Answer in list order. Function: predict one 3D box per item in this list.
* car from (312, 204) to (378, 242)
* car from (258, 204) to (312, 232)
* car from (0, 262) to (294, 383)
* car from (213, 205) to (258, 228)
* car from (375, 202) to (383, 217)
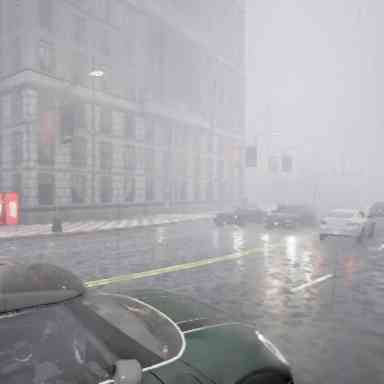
[{"bbox_3d":[7.626,1.518,16.297,1.812,1.442,4.674,0,0,36],"label":"car"},{"bbox_3d":[6.048,1.501,20.099,1.837,1.490,4.892,0,0,37],"label":"car"},{"bbox_3d":[-1.290,1.349,2.392,4.553,1.767,2.097,0,0,-36],"label":"car"},{"bbox_3d":[3.343,1.585,22.315,1.895,1.301,4.718,0,0,36],"label":"car"},{"bbox_3d":[16.252,1.535,28.086,2.033,1.411,5.357,0,0,36],"label":"car"}]
